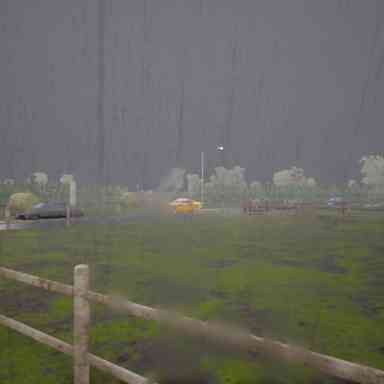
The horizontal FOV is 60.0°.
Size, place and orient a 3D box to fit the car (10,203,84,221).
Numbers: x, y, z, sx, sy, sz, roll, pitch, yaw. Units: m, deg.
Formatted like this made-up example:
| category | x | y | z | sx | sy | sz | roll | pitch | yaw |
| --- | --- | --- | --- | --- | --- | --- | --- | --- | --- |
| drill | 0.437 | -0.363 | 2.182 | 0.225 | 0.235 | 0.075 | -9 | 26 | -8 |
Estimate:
| category | x | y | z | sx | sy | sz | roll | pitch | yaw |
| --- | --- | --- | --- | --- | --- | --- | --- | --- | --- |
| car | -11.318 | 1.544 | 26.264 | 5.357 | 1.411 | 2.033 | 0 | 0 | -44 |

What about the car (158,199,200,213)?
| category | x | y | z | sx | sy | sz | roll | pitch | yaw |
| --- | --- | --- | --- | --- | --- | --- | --- | --- | --- |
| car | -1.315 | 1.490 | 35.619 | 5.008 | 1.535 | 1.882 | 0 | 0 | -41 |

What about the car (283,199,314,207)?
| category | x | y | z | sx | sy | sz | roll | pitch | yaw |
| --- | --- | --- | --- | --- | --- | --- | --- | --- | --- |
| car | 14.518 | 1.649 | 45.059 | 4.718 | 1.301 | 1.895 | 0 | 0 | -37 |

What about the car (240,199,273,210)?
| category | x | y | z | sx | sy | sz | roll | pitch | yaw |
| --- | --- | --- | --- | --- | --- | --- | --- | --- | --- |
| car | 8.498 | 1.626 | 43.940 | 4.718 | 1.301 | 1.895 | 0 | 0 | -39 |

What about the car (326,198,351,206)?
| category | x | y | z | sx | sy | sz | roll | pitch | yaw |
| --- | --- | --- | --- | --- | --- | --- | --- | --- | --- |
| car | 22.436 | 1.586 | 51.081 | 4.674 | 1.442 | 1.812 | 0 | 0 | -36 |
